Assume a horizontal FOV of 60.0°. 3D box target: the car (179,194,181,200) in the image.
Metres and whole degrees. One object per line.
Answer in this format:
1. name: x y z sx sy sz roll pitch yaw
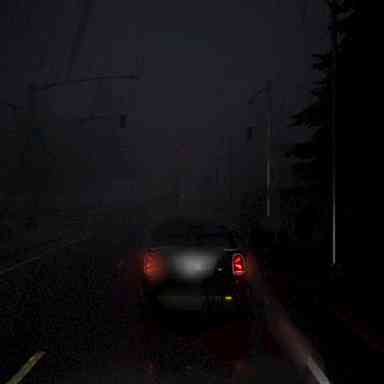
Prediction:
1. car: -2.137 1.158 83.504 2.097 1.767 4.553 0 0 -13

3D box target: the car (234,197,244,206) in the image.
1. car: 8.902 1.144 48.722 4.605 1.855 1.932 0 0 -1

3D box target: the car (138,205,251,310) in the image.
1. car: 0.070 1.352 8.006 2.097 1.767 4.553 0 0 1

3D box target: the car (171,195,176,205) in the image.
1. car: -4.059 1.475 52.754 1.837 1.490 4.892 0 0 0

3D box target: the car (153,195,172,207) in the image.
1. car: -3.998 1.496 43.580 1.812 1.442 4.674 0 0 0

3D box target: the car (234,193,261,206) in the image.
1. car: 8.490 1.146 51.233 3.866 1.878 1.905 0 0 -1

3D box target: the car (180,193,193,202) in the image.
1. car: -0.860 1.555 73.369 1.895 1.301 4.718 0 0 -7
